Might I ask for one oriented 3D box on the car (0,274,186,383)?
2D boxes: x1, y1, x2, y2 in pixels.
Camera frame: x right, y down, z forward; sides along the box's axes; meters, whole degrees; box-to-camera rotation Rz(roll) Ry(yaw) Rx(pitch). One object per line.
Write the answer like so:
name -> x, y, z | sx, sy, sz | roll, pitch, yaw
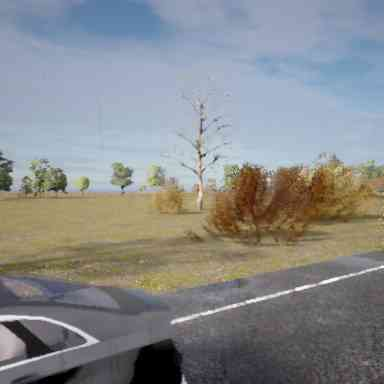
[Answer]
car -> -2.347, 1.489, 2.318 | 4.902, 1.511, 2.128 | 0, 0, -35
